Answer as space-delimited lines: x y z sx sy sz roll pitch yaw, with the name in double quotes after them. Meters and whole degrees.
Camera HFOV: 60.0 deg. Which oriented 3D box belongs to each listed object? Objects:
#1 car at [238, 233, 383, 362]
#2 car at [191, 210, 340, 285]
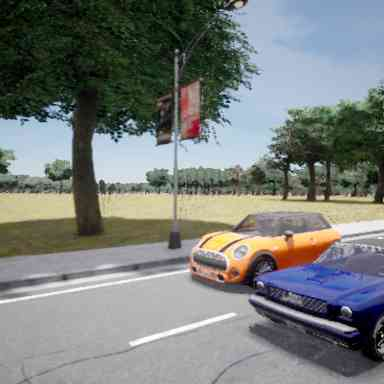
3.259 1.595 6.011 4.718 1.301 1.895 0 0 -36 "car"
2.170 1.345 9.227 4.553 1.767 2.097 0 0 -36 "car"
